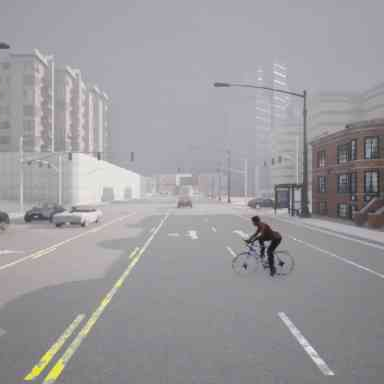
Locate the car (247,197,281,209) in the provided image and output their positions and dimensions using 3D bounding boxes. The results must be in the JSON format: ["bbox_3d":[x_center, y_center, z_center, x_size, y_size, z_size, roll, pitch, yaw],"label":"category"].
[{"bbox_3d":[9.766,1.505,44.019,4.892,1.490,1.837,0,0,-8],"label":"car"}]

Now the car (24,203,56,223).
[{"bbox_3d":[-11.075,1.564,25.530,1.994,1.385,4.181,0,0,-1],"label":"car"}]

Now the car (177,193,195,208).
[{"bbox_3d":[-0.992,1.352,47.448,2.097,1.767,4.553,0,0,-1],"label":"car"}]

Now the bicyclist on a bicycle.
[{"bbox_3d":[1.878,1.455,8.831,1.656,1.620,0.582,-2,0,-1],"label":"bicyclist on a bicycle"}]

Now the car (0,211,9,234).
[{"bbox_3d":[-10.952,1.492,16.383,2.128,1.511,4.902,0,0,-1],"label":"car"}]

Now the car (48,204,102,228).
[{"bbox_3d":[-7.578,1.601,22.365,1.895,1.301,4.718,0,0,-1],"label":"car"}]
